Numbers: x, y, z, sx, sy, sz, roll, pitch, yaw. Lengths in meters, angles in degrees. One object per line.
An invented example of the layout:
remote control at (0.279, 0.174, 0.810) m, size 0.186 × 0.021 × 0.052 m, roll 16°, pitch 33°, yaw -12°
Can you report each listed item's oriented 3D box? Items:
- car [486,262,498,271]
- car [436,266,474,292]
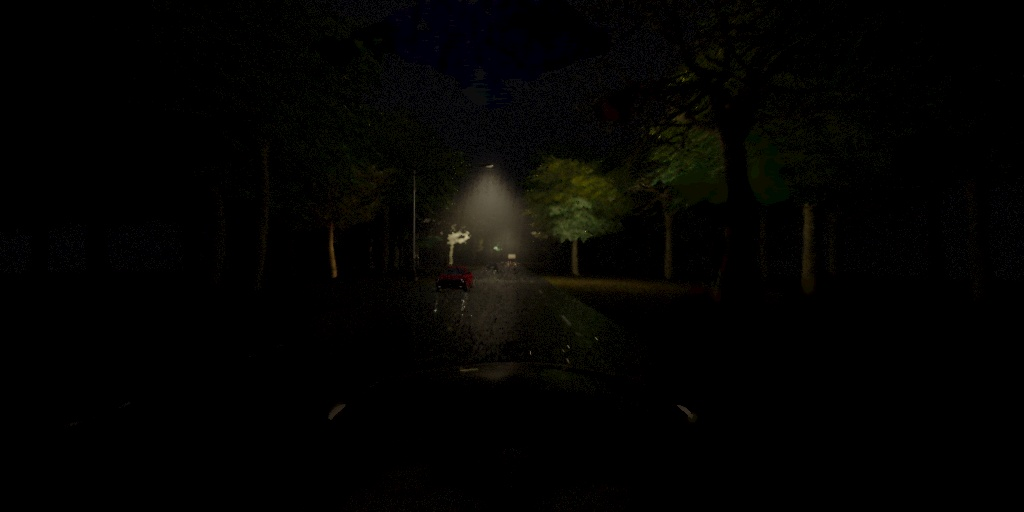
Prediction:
car at (-3.531, 1.834, 64.693) m, size 2.128 × 1.511 × 4.902 m, roll 0°, pitch 0°, yaw 0°
car at (-3.599, 1.416, 23.132) m, size 1.882 × 1.535 × 5.008 m, roll 0°, pitch -1°, yaw 0°
